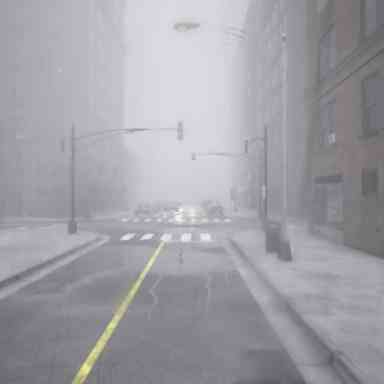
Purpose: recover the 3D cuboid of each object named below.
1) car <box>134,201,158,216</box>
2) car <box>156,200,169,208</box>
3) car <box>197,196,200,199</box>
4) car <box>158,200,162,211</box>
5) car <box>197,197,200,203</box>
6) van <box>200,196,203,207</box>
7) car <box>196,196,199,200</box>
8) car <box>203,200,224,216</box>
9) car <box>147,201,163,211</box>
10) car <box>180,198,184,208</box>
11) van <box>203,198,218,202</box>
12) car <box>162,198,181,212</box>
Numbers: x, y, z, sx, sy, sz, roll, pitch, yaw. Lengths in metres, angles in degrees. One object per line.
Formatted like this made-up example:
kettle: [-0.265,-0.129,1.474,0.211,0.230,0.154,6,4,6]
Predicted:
car: [-5.388,1.936,37.767,1.947,1.339,4.313,0,-1,0]
car: [-5.388,2.136,60.495,2.008,1.369,4.403,0,-1,0]
car: [2.637,2.271,77.712,1.752,1.417,4.829,0,-1,0]
car: [-5.388,2.007,43.448,1.802,1.307,4.206,0,-1,0]
car: [2.637,2.273,71.859,1.802,1.307,4.206,0,-1,0]
van: [2.637,1.873,54.815,1.690,1.788,3.998,0,-1,0]
car: [2.637,2.447,94.588,1.887,1.381,4.507,0,-1,0]
car: [2.637,1.921,37.767,2.008,1.369,4.403,0,-1,0]
car: [-5.388,2.045,49.131,1.947,1.339,4.313,0,-1,0]
car: [-2.784,2.196,61.517,1.895,1.301,4.718,0,-1,1]
van: [2.637,1.766,43.451,1.690,1.788,3.998,0,-1,0]
car: [-2.830,1.971,45.596,1.812,1.442,4.674,0,0,0]
